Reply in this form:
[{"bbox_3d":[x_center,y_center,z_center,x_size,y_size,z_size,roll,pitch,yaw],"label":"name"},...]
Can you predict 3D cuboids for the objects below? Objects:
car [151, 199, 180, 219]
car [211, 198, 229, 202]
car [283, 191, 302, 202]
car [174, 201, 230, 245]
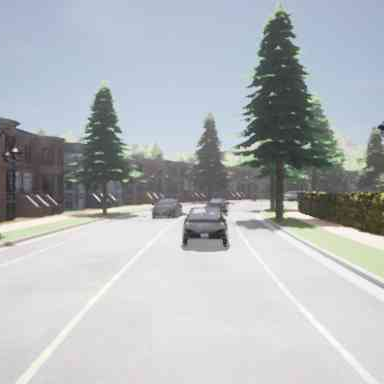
[{"bbox_3d":[-1.974,1.325,27.196,1.837,1.490,4.892,0,0,8],"label":"car"},{"bbox_3d":[2.549,1.319,32.026,1.812,1.442,4.674,0,0,12],"label":"car"},{"bbox_3d":[18.780,0.834,62.872,5.566,2.045,2.150,-1,0,-36],"label":"car"},{"bbox_3d":[0.612,1.394,14.859,2.128,1.511,4.902,0,0,3],"label":"car"}]
